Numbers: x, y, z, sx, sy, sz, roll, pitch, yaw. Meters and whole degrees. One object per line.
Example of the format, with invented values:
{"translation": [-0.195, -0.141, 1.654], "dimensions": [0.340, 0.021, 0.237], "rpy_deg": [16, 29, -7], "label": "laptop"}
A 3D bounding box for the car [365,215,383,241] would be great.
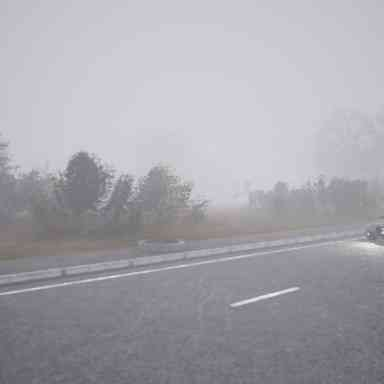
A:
{"translation": [9.879, 1.567, 15.433], "dimensions": [4.181, 1.385, 1.994], "rpy_deg": [0, 0, -36], "label": "car"}
